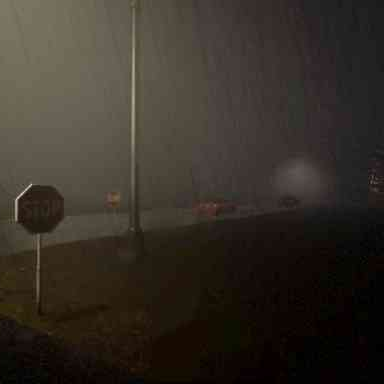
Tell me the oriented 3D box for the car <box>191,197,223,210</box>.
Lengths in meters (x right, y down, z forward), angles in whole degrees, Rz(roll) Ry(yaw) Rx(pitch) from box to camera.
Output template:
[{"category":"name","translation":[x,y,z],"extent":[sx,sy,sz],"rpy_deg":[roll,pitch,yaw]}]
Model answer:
[{"category":"car","translation":[2.080,1.507,44.300],"extent":[2.128,1.511,4.902],"rpy_deg":[1,1,34]}]

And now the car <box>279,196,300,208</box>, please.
[{"category":"car","translation":[15.060,1.409,51.124],"extent":[2.097,1.767,4.553],"rpy_deg":[1,0,33]}]

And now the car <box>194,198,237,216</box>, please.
[{"category":"car","translation":[2.605,1.348,32.461],"extent":[2.097,1.767,4.553],"rpy_deg":[1,0,34]}]

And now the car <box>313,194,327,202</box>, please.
[{"category":"car","translation":[32.262,1.628,82.766],"extent":[2.033,1.411,5.357],"rpy_deg":[1,0,30]}]

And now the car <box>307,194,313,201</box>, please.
[{"category":"car","translation":[32.551,1.419,89.867],"extent":[2.097,1.767,4.553],"rpy_deg":[1,0,34]}]
